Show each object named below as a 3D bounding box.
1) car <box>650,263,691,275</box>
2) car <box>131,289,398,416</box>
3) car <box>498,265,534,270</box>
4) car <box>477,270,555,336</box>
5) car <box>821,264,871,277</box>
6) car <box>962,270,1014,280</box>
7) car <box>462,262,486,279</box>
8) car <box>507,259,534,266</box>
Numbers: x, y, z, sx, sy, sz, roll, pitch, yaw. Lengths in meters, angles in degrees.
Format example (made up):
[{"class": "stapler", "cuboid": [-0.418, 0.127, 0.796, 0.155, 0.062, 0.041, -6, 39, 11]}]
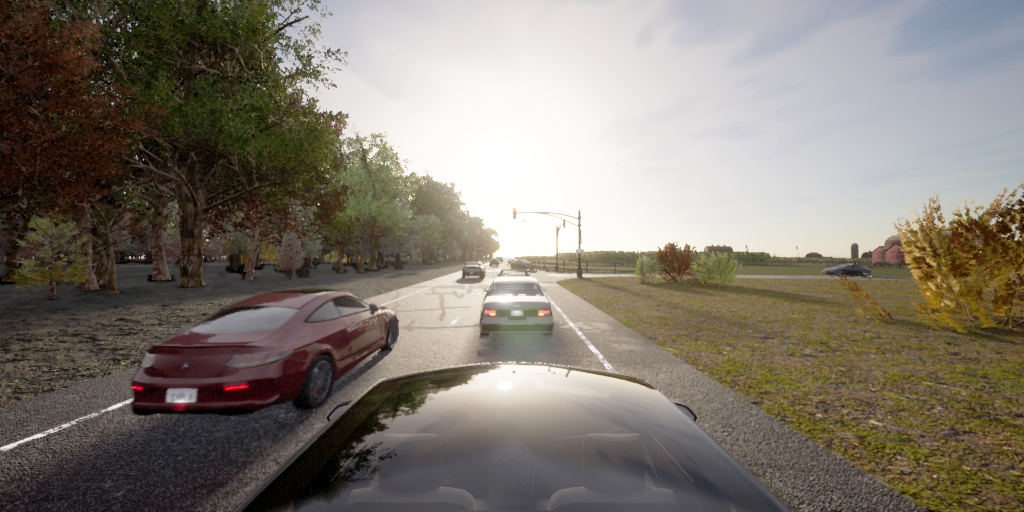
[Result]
[{"class": "car", "cuboid": [18.874, 1.498, 42.620, 4.902, 1.511, 2.128, 1, -1, 0]}, {"class": "car", "cuboid": [-3.405, 1.276, 5.996, 1.812, 1.442, 4.674, 0, 0, 0]}, {"class": "car", "cuboid": [0.086, 1.352, 20.017, 1.895, 1.301, 4.718, 0, 0, 0]}, {"class": "car", "cuboid": [0.090, 1.298, 10.368, 2.033, 1.411, 5.357, 0, 0, 0]}, {"class": "car", "cuboid": [39.584, 1.738, 42.527, 4.892, 1.490, 1.837, 1, -1, 0]}, {"class": "car", "cuboid": [51.394, 1.904, 38.858, 4.718, 1.301, 1.895, 1, -1, 1]}, {"class": "car", "cuboid": [-3.422, 1.244, 32.780, 2.128, 1.511, 4.902, 0, 0, 0]}, {"class": "car", "cuboid": [1.344, 1.270, 50.117, 1.812, 1.442, 4.674, -1, 0, -28]}]
